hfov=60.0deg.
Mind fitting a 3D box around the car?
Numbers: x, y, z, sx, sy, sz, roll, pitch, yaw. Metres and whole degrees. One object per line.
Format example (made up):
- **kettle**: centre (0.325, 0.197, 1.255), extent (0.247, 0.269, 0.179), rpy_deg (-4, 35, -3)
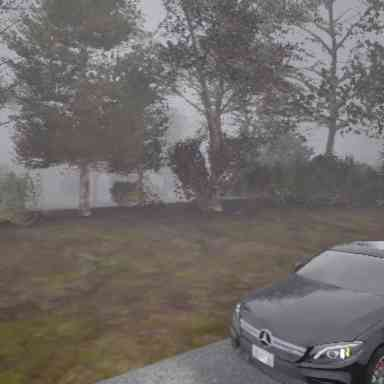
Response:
- **car**: centre (2.668, 1.523, 4.955), extent (4.674, 1.442, 1.812), rpy_deg (0, 0, -35)
